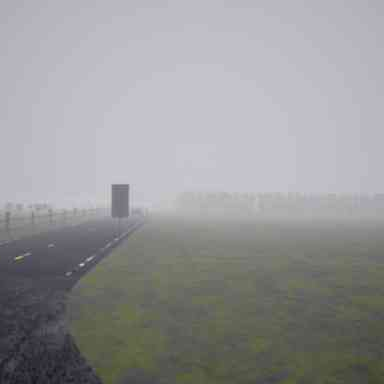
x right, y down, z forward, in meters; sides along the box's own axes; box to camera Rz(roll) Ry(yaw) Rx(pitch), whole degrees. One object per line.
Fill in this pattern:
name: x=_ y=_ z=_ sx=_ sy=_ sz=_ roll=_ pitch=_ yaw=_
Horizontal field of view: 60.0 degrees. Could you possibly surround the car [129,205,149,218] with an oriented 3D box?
car: x=-7.291 y=2.584 z=44.342 sx=2.128 sy=1.511 sz=4.902 roll=0 pitch=-2 yaw=-3
